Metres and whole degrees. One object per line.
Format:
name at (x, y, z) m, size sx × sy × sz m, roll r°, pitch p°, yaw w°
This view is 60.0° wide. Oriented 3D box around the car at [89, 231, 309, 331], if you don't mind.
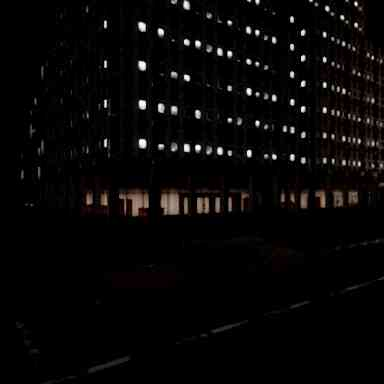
car at (0.414, 1.525, 6.858) m, size 4.829 × 1.417 × 1.752 m, roll 0°, pitch 0°, yaw -36°
